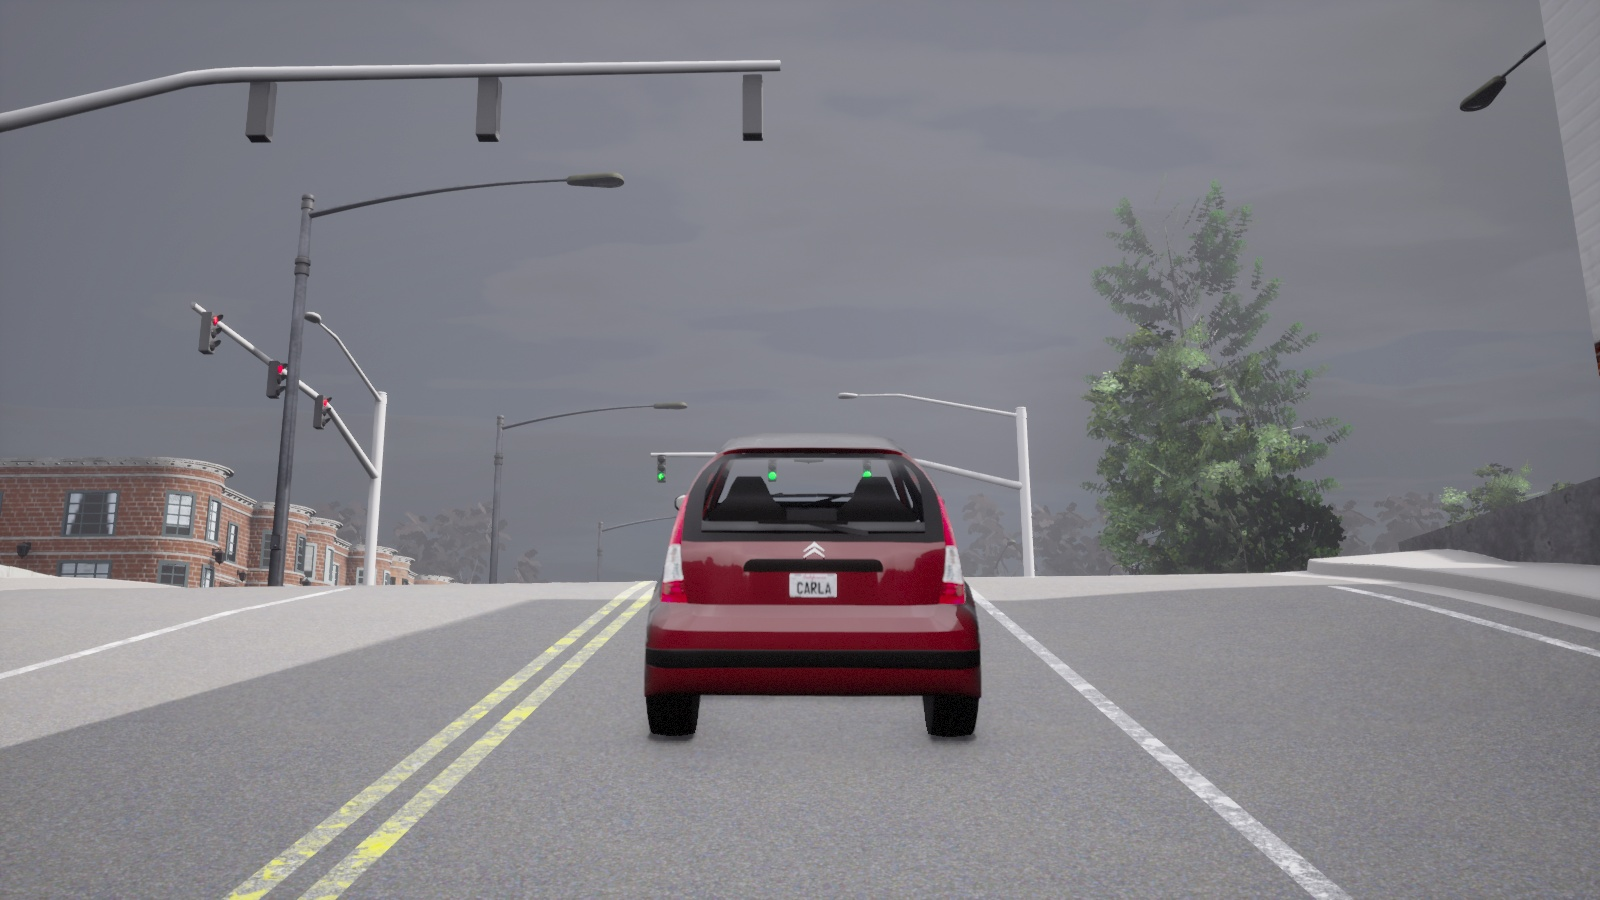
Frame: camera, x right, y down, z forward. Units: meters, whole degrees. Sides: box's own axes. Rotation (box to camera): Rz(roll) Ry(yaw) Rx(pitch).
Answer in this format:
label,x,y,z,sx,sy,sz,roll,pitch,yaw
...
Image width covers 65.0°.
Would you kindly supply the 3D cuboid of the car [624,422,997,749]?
label,x,y,z,sx,sy,sz,roll,pitch,yaw
car,0.052,0.678,8.249,1.851,1.617,3.988,0,0,0
